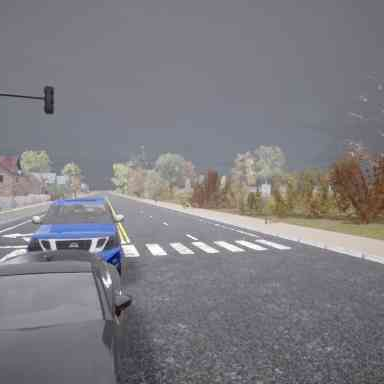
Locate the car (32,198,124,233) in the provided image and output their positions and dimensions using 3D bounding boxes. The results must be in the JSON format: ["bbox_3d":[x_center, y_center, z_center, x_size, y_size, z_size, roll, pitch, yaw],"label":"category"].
[{"bbox_3d":[-3.345,1.218,10.054,2.150,2.045,5.566,0,0,-15],"label":"car"}]

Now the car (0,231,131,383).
[{"bbox_3d":[-1.740,1.524,3.956,1.812,1.442,4.674,0,0,-12],"label":"car"}]

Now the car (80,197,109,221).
[{"bbox_3d":[-8.033,1.337,27.631,2.097,1.767,4.553,0,0,-15],"label":"car"}]

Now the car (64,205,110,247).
[{"bbox_3d":[-4.968,1.498,16.135,1.837,1.490,4.892,0,0,-15],"label":"car"}]

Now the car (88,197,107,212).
[{"bbox_3d":[-11.457,1.464,40.456,2.128,1.511,4.902,0,0,-15],"label":"car"}]

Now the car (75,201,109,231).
[{"bbox_3d":[-6.505,1.468,21.889,1.882,1.535,5.008,0,0,-15],"label":"car"}]
